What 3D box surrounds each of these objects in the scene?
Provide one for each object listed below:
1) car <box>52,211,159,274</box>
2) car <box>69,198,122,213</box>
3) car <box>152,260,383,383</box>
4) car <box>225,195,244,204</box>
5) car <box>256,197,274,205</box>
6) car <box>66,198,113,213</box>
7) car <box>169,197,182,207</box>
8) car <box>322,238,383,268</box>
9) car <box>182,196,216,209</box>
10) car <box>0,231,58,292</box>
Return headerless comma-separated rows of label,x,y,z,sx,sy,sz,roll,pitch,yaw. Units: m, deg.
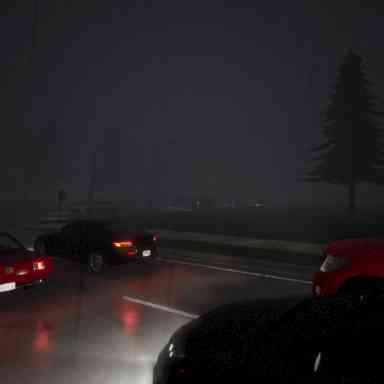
car,-3.115,1.526,10.545,4.674,1.442,1.812,0,0,36
car,-8.800,1.478,30.917,1.882,1.535,5.008,0,0,36
car,1.662,1.564,2.795,4.181,1.385,1.994,0,0,36
car,8.363,1.404,65.638,2.097,1.767,4.553,0,0,37
car,13.346,1.565,60.628,1.994,1.385,4.181,0,0,37
car,-11.807,1.477,38.625,1.882,1.535,5.008,0,0,37
car,-1.512,1.505,52.488,1.837,1.490,4.892,0,0,37
car,4.755,1.221,4.873,5.566,2.045,2.150,0,0,36
car,1.288,1.351,44.519,2.097,1.767,4.553,0,0,37
car,-5.450,1.601,7.916,4.718,1.301,1.895,0,0,36
